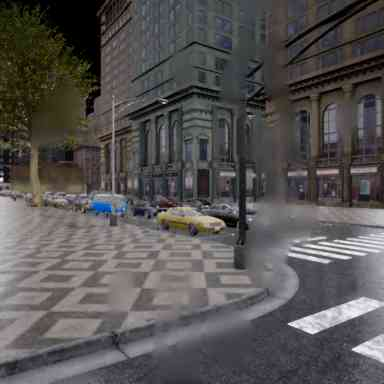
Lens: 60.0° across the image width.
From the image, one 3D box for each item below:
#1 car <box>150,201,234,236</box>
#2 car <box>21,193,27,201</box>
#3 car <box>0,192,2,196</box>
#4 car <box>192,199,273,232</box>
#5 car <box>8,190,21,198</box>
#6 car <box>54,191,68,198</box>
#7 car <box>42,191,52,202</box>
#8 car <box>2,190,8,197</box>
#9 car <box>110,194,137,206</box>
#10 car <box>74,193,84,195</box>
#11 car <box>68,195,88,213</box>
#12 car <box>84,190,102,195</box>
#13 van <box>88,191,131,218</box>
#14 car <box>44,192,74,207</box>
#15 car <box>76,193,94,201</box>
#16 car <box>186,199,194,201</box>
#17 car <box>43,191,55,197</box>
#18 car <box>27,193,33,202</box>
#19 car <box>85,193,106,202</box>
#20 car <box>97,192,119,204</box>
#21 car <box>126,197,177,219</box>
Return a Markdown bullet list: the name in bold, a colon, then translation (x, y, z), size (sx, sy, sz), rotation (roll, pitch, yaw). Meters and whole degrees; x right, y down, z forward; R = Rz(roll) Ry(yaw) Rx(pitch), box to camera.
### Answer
- **car**: translation (-0.173, 1.398, 17.802), size (1.752, 1.417, 4.829), rotation (1, 0, -35)
- **car**: translation (-26.207, 0.830, 54.651), size (2.008, 1.369, 4.403), rotation (1, 0, -35)
- **car**: translation (-45.655, 0.254, 82.176), size (1.967, 1.590, 4.097), rotation (1, 0, -35)
- **car**: translation (2.369, 1.370, 18.796), size (2.128, 1.511, 4.902), rotation (0, 1, -35)
- **car**: translation (-35.929, 0.483, 68.413), size (1.967, 1.590, 4.097), rotation (1, 0, -35)
- **car**: translation (-28.972, 0.587, 73.336), size (1.887, 1.381, 4.507), rotation (1, 0, -35)
- **car**: translation (-19.723, 0.992, 45.476), size (2.008, 1.369, 4.403), rotation (1, 0, -35)
- **car**: translation (-42.413, 0.329, 77.588), size (1.967, 1.590, 4.097), rotation (1, 0, -35)
- **car**: translation (-9.524, 1.073, 45.814), size (2.008, 1.369, 4.403), rotation (1, 0, -35)
- **car**: translation (-16.257, 0.998, 45.289), size (1.812, 1.442, 4.674), rotation (0, 1, -35)
- **car**: translation (-9.998, 1.230, 31.709), size (2.008, 1.369, 4.403), rotation (1, 0, -35)
- **car**: translation (-9.169, 0.870, 35.147), size (2.150, 2.045, 5.566), rotation (0, 1, -35)
- **van**: translation (-6.754, 1.091, 27.120), size (1.690, 1.788, 3.998), rotation (1, 0, -35)
- **car**: translation (-16.384, 1.051, 40.749), size (1.752, 1.417, 4.829), rotation (1, 0, -35)
- **car**: translation (-19.248, 0.860, 59.575), size (1.802, 1.307, 4.206), rotation (1, 0, -35)
- **car**: translation (0.201, 1.315, 32.048), size (1.947, 1.339, 4.313), rotation (1, 0, -35)
- **car**: translation (-35.455, 0.471, 82.510), size (1.802, 1.307, 4.206), rotation (1, 0, -35)
- **car**: translation (-22.965, 0.910, 50.063), size (2.008, 1.369, 4.403), rotation (1, 0, -35)
- **car**: translation (-16.006, 0.910, 54.988), size (2.008, 1.369, 4.403), rotation (1, 0, -35)
- **car**: translation (-12.763, 0.880, 50.401), size (1.967, 1.590, 4.097), rotation (1, 0, -35)
- **car**: translation (-3.353, 1.338, 26.905), size (1.994, 1.385, 4.181), rotation (0, 1, -35)
